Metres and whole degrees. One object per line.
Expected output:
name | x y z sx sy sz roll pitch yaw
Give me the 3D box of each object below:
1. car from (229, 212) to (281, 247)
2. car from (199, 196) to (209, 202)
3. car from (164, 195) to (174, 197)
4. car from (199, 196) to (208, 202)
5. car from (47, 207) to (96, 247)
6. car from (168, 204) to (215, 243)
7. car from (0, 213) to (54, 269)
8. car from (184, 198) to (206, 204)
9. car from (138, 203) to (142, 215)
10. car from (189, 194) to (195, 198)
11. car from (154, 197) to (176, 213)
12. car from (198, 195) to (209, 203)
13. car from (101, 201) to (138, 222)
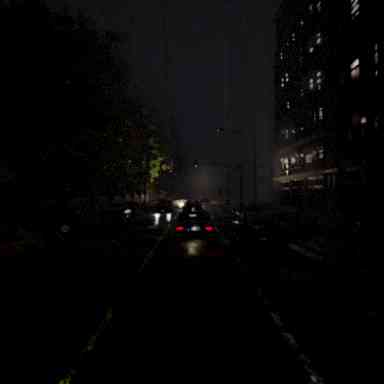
car | 2.692 1.548 14.690 2.008 1.369 4.403 0 0 0
car | 2.689 1.589 74.855 1.947 1.339 4.313 0 0 0
car | -5.692 1.606 74.854 1.802 1.307 4.206 0 0 0
car | 2.688 1.595 80.487 1.947 1.339 4.313 0 0 0
car | -5.688 1.438 14.688 1.967 1.590 4.097 0 0 0
car | 0.099 1.545 16.106 2.033 1.411 5.357 0 0 0
car | -5.688 1.524 8.978 1.752 1.417 4.829 0 0 0
car | 0.099 1.562 33.914 1.994 1.385 4.181 0 0 0
car | -5.818 1.543 31.303 1.887 1.381 4.507 0 0 0
car | -0.003 1.395 91.508 1.882 1.535 5.008 0 0 0
car | -3.017 1.547 37.029 2.033 1.411 5.357 0 0 0
car | 2.689 1.584 69.222 1.947 1.339 4.313 0 0 0
car | -5.766 1.548 25.763 2.008 1.369 4.403 0 0 0
